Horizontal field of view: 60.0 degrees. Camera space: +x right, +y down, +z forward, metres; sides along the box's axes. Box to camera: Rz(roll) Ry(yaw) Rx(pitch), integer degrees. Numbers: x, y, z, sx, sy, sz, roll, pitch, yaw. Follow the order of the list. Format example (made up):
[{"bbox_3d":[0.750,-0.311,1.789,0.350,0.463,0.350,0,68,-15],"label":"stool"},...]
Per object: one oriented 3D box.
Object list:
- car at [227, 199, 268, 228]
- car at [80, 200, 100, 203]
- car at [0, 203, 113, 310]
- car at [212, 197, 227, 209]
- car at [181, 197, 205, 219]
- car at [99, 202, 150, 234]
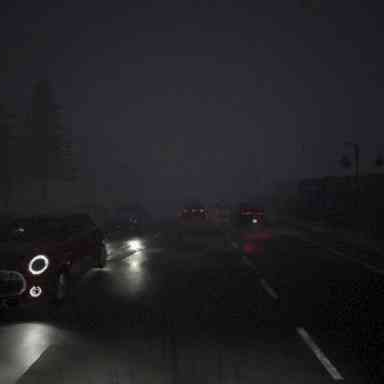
[{"bbox_3d":[3.599,1.399,21.449,1.837,1.490,4.892,0,0,0],"label":"car"},{"bbox_3d":[-7.077,1.364,23.075,1.882,1.535,5.008,0,0,0],"label":"car"},{"bbox_3d":[-3.578,1.312,7.955,2.097,1.767,4.553,0,0,0],"label":"car"},{"bbox_3d":[3.589,1.319,42.063,1.812,1.442,4.674,0,0,0],"label":"car"},{"bbox_3d":[0.097,1.414,27.133,2.033,1.411,5.357,0,0,0],"label":"car"},{"bbox_3d":[-3.557,1.386,18.640,1.882,1.535,5.008,0,0,0],"label":"car"}]
